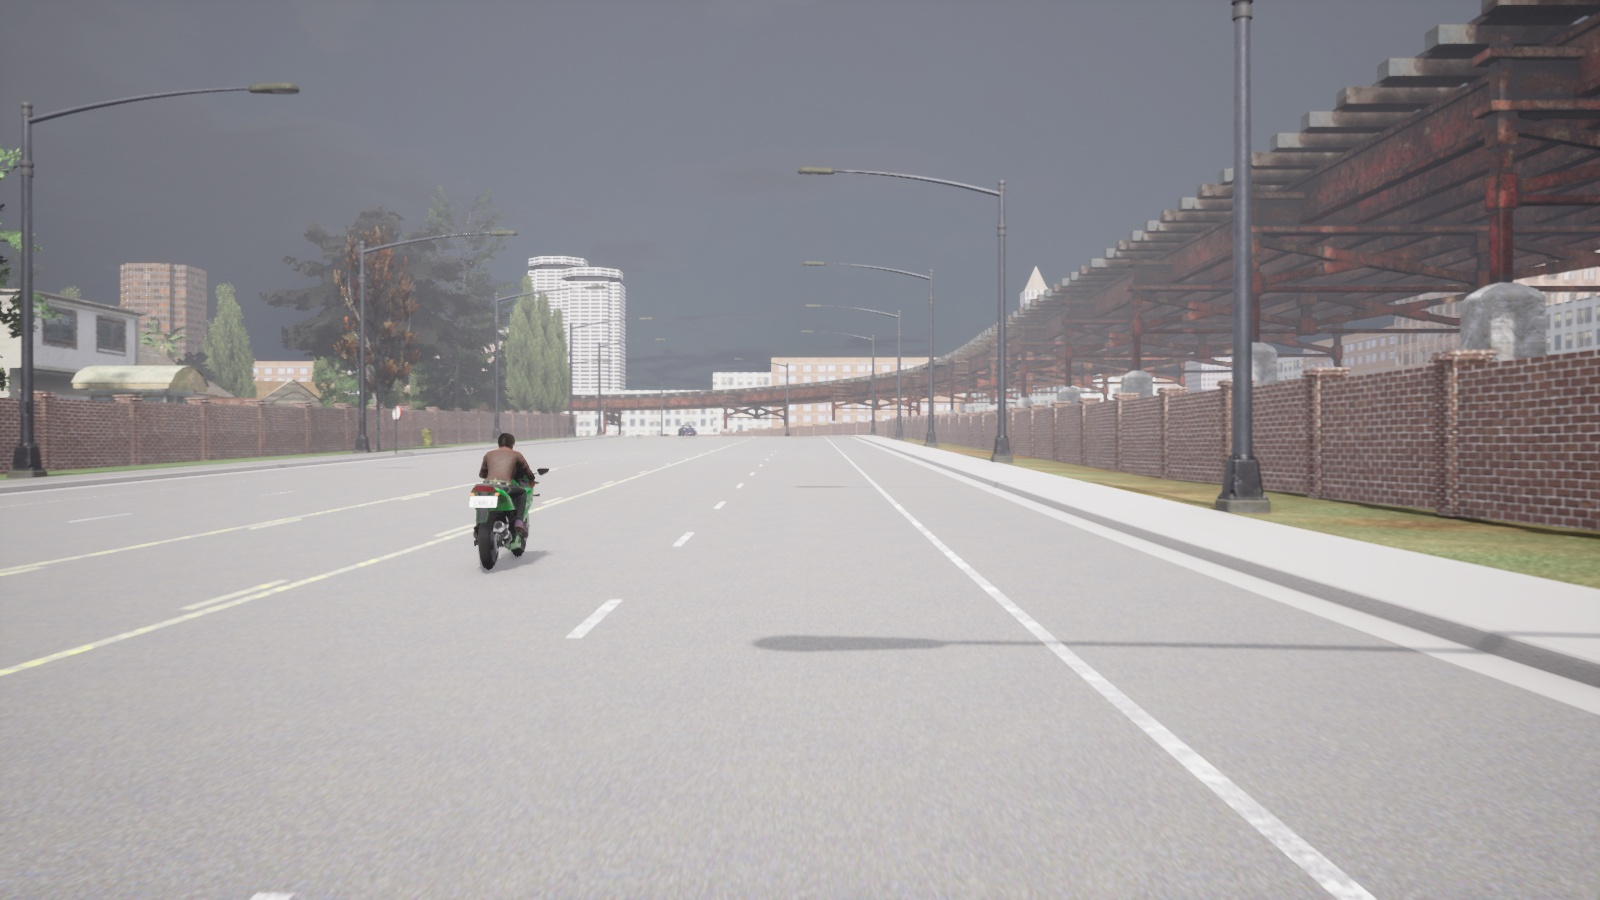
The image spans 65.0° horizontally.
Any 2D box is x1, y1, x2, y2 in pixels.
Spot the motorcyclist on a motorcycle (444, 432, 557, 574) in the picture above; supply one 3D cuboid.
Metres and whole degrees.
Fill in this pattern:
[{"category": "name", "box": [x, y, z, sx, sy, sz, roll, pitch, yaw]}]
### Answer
[{"category": "motorcyclist on a motorcycle", "box": [-3.399, 0.554, 14.458, 0.797, 1.523, 2.044, 0, 1, 0]}]
